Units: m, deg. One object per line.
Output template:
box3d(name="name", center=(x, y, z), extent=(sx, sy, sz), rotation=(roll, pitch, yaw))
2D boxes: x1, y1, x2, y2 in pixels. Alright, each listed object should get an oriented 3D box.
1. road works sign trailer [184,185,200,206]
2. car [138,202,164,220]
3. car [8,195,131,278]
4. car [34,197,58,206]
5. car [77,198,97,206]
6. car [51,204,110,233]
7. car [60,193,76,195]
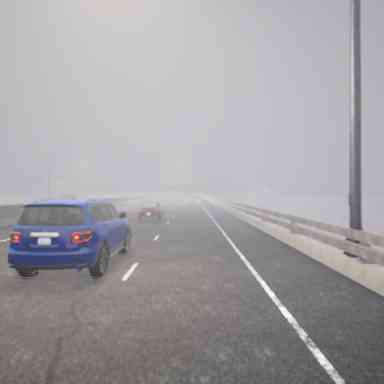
box3d(name="road works sign trailer", center=(-0.009, 0.502, 54.475), extent=(2.380, 3.560, 2.880), rotation=(0, 0, 0))
box3d(name="car", center=(-3.404, 1.554, 28.341), extent=(1.812, 1.442, 4.674), rotation=(0, 0, 0))
box3d(name="car", center=(-3.401, 1.234, 10.345), extent=(2.150, 2.045, 5.566), rotation=(0, 0, 0))
box3d(name="car", center=(-24.538, 1.546, 56.045), extent=(1.837, 1.490, 4.892), rotation=(0, 0, 1))
box3d(name="car", center=(-17.546, 1.641, 55.839), extent=(1.895, 1.301, 4.718), rotation=(0, 0, 1))
box3d(name="car", center=(-6.902, 1.571, 21.319), extent=(2.033, 1.411, 5.357), rotation=(0, 0, 0))
box3d(name="car", center=(-21.044, 1.261, 55.731), extent=(2.150, 2.045, 5.566), rotation=(0, 0, 1))
